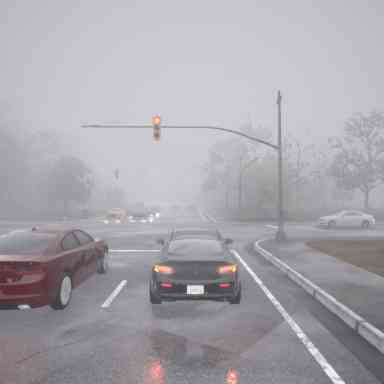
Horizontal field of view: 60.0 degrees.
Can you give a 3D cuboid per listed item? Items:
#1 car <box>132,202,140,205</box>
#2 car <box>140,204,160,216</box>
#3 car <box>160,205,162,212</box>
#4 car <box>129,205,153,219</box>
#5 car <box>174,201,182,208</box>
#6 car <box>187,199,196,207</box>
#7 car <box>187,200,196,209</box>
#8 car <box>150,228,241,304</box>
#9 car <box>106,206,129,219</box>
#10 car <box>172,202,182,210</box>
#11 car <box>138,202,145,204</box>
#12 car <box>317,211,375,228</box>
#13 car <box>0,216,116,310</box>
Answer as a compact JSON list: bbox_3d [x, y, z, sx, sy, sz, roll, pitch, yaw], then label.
[{"bbox_3d":[-10.657,3.095,55.817,2.097,1.767,4.553,0,-1,0],"label":"car"},{"bbox_3d":[-7.159,3.245,56.562,2.128,1.511,4.902,0,-1,0],"label":"car"},{"bbox_3d":[-7.109,3.297,66.618,2.128,1.511,4.902,0,0,0],"label":"car"},{"bbox_3d":[-7.148,3.026,47.091,1.882,1.535,5.008,0,-2,1],"label":"car"},{"bbox_3d":[-3.715,3.210,86.803,1.812,1.442,4.674,0,0,-3],"label":"car"},{"bbox_3d":[-0.207,2.877,86.926,2.097,1.767,4.553,0,0,-3],"label":"car"},{"bbox_3d":[-0.102,3.289,77.191,1.994,1.385,4.181,0,0,0],"label":"car"},{"bbox_3d":[0.070,1.604,8.179,1.812,1.442,4.674,0,-1,0],"label":"car"},{"bbox_3d":[-10.659,3.023,46.957,1.882,1.535,5.008,0,-2,0],"label":"car"},{"bbox_3d":[-3.601,3.342,76.892,1.895,1.301,4.718,0,0,0],"label":"car"},{"bbox_3d":[-10.609,3.027,66.477,2.150,2.045,5.566,0,0,0],"label":"car"},{"bbox_3d":[13.208,2.334,28.622,4.674,1.442,1.812,0,-2,-1],"label":"car"},{"bbox_3d":[-3.427,1.554,8.036,1.882,1.535,5.008,0,-1,0],"label":"car"}]
